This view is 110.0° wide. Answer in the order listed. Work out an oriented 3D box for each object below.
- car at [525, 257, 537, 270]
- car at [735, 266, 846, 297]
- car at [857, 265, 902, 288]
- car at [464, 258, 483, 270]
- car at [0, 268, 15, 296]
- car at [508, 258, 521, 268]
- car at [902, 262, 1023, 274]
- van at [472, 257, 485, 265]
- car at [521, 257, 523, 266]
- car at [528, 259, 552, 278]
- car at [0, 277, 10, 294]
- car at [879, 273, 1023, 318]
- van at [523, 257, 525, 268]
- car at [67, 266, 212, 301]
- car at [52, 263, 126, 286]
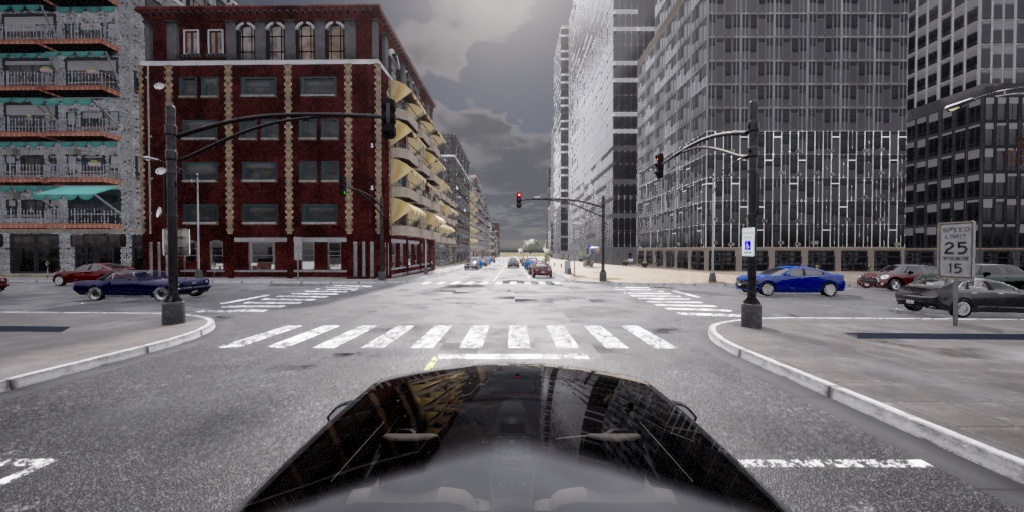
[{"bbox_3d":[2.746,1.157,39.077,1.967,1.591,4.097,0,0,0],"label":"car"},{"bbox_3d":[14.634,1.269,19.037,5.008,1.535,1.882,0,1,2],"label":"car"},{"bbox_3d":[23.421,1.229,21.622,4.097,1.591,1.967,0,0,1],"label":"car"},{"bbox_3d":[-5.575,1.267,50.355,1.948,1.339,4.313,0,0,0],"label":"car"},{"bbox_3d":[-26.520,1.254,16.496,4.718,1.301,1.895,0,1,1],"label":"car"},{"bbox_3d":[0.238,1.287,59.887,1.895,1.301,4.718,0,0,0],"label":"car"},{"bbox_3d":[24.147,1.188,18.876,4.553,1.767,2.097,0,1,1],"label":"car"},{"bbox_3d":[-5.562,1.033,56.001,1.690,1.789,3.998,0,0,0],"label":"van"},{"bbox_3d":[2.786,1.237,56.015,1.888,1.381,4.507,0,0,0],"label":"car"},{"bbox_3d":[2.732,1.270,33.431,1.888,1.381,4.507,0,0,0],"label":"car"},{"bbox_3d":[-22.595,1.258,13.725,4.507,1.381,1.888,0,0,1],"label":"car"},{"bbox_3d":[16.742,1.445,13.091,4.403,1.370,2.007,0,0,1],"label":"car"},{"bbox_3d":[2.773,1.042,50.369,1.690,1.789,3.998,0,0,0],"label":"van"},{"bbox_3d":[-16.640,1.298,16.335,4.718,1.301,1.895,0,1,1],"label":"car"},{"bbox_3d":[-25.808,1.108,22.389,4.507,1.381,1.888,0,0,1],"label":"car"}]
